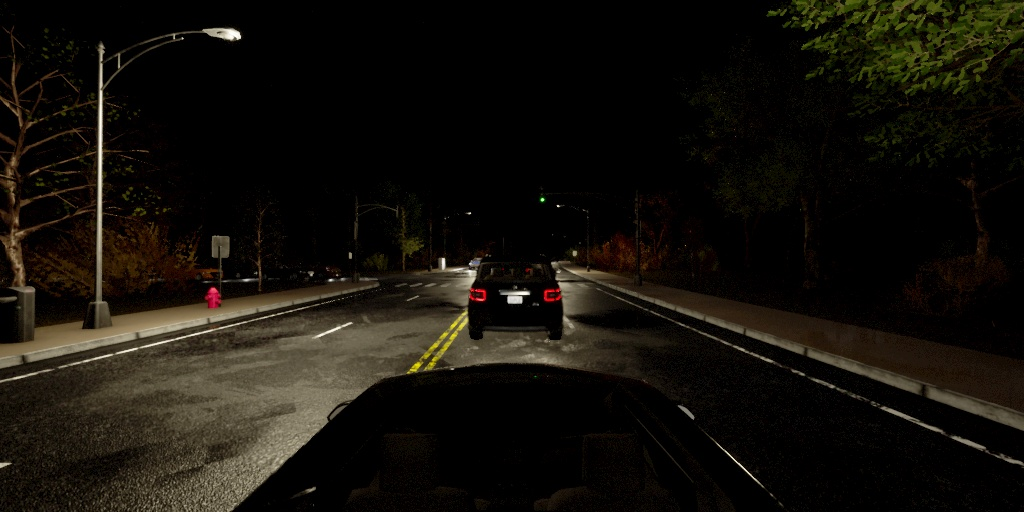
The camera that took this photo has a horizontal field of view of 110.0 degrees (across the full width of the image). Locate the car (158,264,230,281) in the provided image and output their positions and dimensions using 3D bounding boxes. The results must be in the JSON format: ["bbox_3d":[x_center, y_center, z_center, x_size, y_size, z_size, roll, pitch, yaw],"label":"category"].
[{"bbox_3d":[-28.922,1.462,32.648,5.008,1.535,1.882,-1,-1,10],"label":"car"}]

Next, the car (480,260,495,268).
[{"bbox_3d":[-4.065,1.285,59.876,1.895,1.301,4.718,0,0,5],"label":"car"}]

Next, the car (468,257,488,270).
[{"bbox_3d":[-4.768,1.055,50.920,2.097,1.767,4.553,0,0,4],"label":"car"}]

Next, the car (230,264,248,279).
[{"bbox_3d":[-27.736,1.509,35.743,4.892,1.490,1.837,-1,-1,10],"label":"car"}]

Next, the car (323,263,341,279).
[{"bbox_3d":[-18.734,1.260,34.223,4.553,1.767,2.097,-1,-1,9],"label":"car"}]

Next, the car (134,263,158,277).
[{"bbox_3d":[-38.440,1.468,37.590,4.553,1.767,2.097,-1,-1,10],"label":"car"}]

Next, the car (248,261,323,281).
[{"bbox_3d":[-19.561,1.375,31.041,4.902,1.511,2.128,-1,-1,10],"label":"car"}]

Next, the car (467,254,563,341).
[{"bbox_3d":[0.115,0.974,10.002,2.150,2.045,5.566,0,0,1],"label":"car"}]

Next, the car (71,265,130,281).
[{"bbox_3d":[-40.187,1.606,34.592,4.892,1.490,1.837,-1,-1,10],"label":"car"}]
